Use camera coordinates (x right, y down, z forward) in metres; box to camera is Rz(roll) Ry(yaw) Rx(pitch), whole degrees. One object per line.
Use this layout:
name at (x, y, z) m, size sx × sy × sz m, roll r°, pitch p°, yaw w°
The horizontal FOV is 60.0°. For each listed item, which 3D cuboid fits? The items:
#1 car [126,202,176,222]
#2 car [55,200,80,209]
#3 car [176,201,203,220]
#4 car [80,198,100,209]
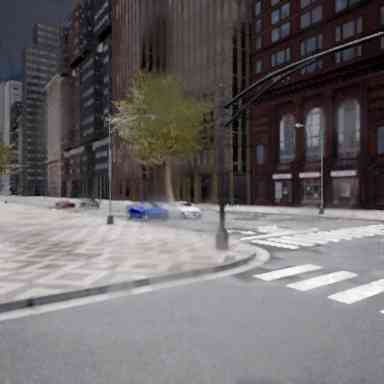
car at (-3.671, 1.529, 26.984) m, size 1.882 × 1.535 × 5.008 m, roll -1°, pitch 0°, yaw -36°
car at (-17.828, 1.726, 46.770) m, size 1.895 × 1.301 × 4.718 m, roll -1°, pitch 0°, yaw -35°
car at (-0.950, 1.551, 28.768) m, size 1.812 × 1.442 × 4.674 m, roll -1°, pitch 0°, yaw -36°
car at (-14.863, 1.603, 48.203) m, size 1.837 × 1.490 × 4.892 m, roll -1°, pitch 0°, yaw -35°
